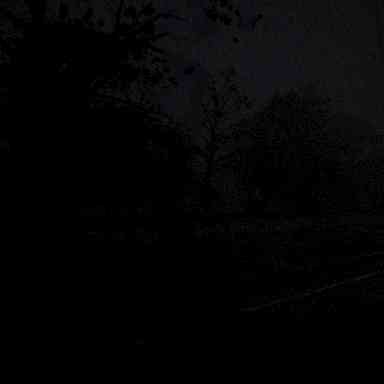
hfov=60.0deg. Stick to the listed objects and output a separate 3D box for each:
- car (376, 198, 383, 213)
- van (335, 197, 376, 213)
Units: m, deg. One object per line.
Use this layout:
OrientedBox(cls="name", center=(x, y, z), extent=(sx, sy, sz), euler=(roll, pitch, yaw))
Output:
OrientedBox(cls="car", center=(23.380, 1.784, 45.044), extent=(2.435, 2.045, 5.566), euler=(2, -1, -35))
OrientedBox(cls="van", center=(20.973, 1.720, 43.439), extent=(1.878, 1.987, 4.442), euler=(2, -1, -35))
